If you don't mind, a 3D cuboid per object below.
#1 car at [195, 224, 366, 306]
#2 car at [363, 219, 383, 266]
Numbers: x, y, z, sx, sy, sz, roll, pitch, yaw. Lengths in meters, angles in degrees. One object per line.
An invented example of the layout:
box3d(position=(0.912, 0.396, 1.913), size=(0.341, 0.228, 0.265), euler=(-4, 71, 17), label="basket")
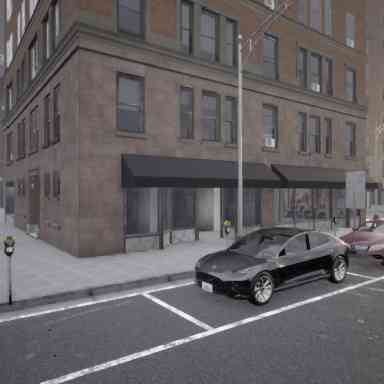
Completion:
box3d(position=(2.077, 1.566, 8.049), size=(4.313, 1.339, 1.947), euler=(0, 0, -36), label="car")
box3d(position=(6.540, 1.582, 11.267), size=(4.206, 1.307, 1.802), euler=(0, 0, -36), label="car")
